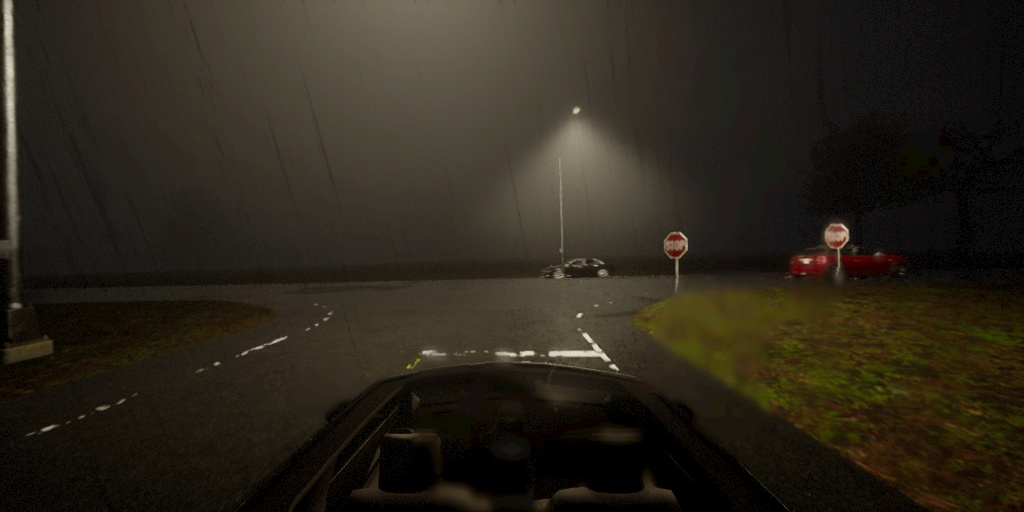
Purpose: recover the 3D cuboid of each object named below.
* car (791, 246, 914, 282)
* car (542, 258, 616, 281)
[{"bbox_3d":[16.258,0.288,17.255,4.553,1.767,2.097,-1,-1,-1],"label":"car"},{"bbox_3d":[4.465,0.894,24.042,4.892,1.490,1.837,-2,0,-1],"label":"car"}]
